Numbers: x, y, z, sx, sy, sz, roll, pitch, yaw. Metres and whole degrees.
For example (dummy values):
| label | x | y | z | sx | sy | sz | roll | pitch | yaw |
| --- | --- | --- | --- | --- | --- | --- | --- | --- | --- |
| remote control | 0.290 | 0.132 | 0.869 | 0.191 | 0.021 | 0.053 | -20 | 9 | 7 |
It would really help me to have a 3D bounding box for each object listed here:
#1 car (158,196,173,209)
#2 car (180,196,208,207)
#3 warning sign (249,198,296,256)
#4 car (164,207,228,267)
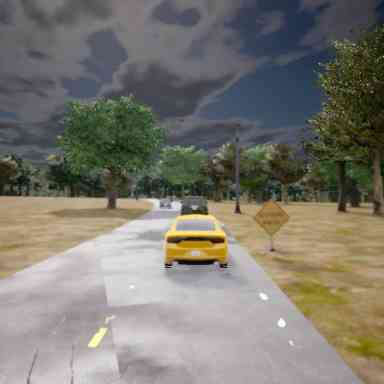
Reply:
| label | x | y | z | sx | sy | sz | roll | pitch | yaw |
| --- | --- | --- | --- | --- | --- | --- | --- | --- | --- |
| car | -4.017 | 1.741 | 50.611 | 2.128 | 1.511 | 4.902 | 0 | 0 | -4 |
| car | 0.167 | 1.345 | 27.857 | 2.150 | 2.045 | 5.566 | 0 | 0 | 0 |
| warning sign | 2.729 | 1.156 | 11.434 | 1.300 | 1.860 | 1.060 | -1 | -1 | 1 |
| car | 0.144 | 1.517 | 11.537 | 1.882 | 1.535 | 5.008 | 0 | 0 | 1 |
